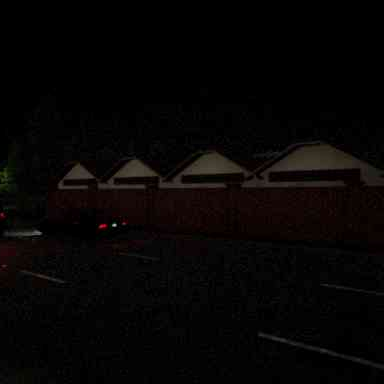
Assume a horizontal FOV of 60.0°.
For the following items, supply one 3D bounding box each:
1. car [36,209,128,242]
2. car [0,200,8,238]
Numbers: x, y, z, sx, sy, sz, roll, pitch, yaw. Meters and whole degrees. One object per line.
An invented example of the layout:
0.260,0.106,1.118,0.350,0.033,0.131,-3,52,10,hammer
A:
-5.560,1.553,16.557,5.357,1.411,2.033,0,0,36,car
-11.233,1.229,16.303,5.566,2.045,2.150,0,0,35,car
